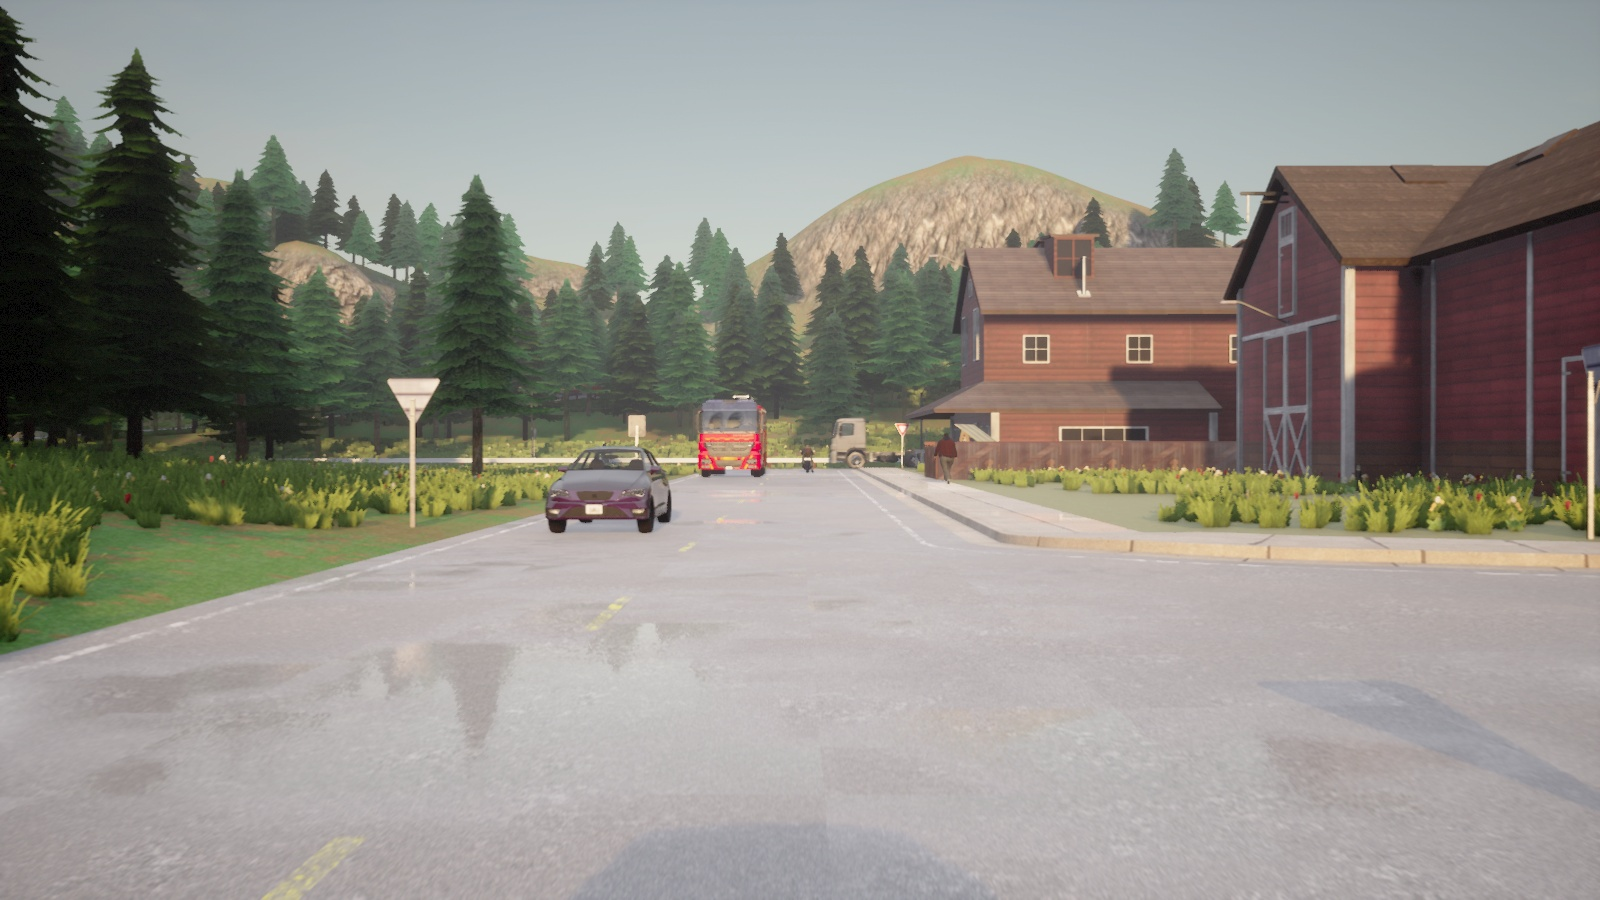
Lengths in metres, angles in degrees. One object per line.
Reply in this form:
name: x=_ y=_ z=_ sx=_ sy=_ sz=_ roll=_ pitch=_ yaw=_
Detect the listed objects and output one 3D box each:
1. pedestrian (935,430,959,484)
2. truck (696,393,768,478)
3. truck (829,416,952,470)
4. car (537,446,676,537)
pedestrian: x=5.029 y=0.230 z=42.969 sx=0.634 sy=1.844 sz=0.899 roll=0 pitch=0 yaw=-4
truck: x=-3.156 y=-0.668 z=60.310 sx=2.891 sy=3.827 sz=8.468 roll=0 pitch=0 yaw=1
truck: x=5.902 y=-0.440 z=82.944 sx=7.936 sy=3.462 sz=2.891 roll=0 pitch=0 yaw=0
car: x=-3.356 y=0.665 z=22.541 sx=1.816 sy=1.474 sz=4.193 roll=0 pitch=0 yaw=0
